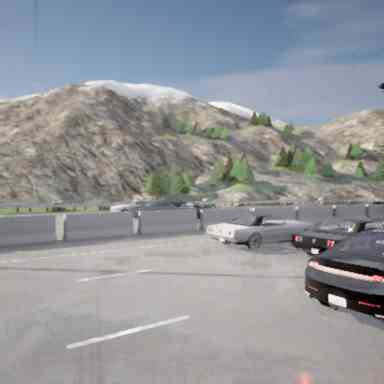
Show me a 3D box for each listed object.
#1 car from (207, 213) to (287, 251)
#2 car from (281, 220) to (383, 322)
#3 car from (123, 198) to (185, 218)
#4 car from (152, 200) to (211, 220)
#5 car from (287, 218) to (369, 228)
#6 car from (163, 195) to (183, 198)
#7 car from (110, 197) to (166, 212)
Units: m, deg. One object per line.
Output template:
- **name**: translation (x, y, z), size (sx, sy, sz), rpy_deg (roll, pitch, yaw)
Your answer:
- **car**: translation (3.044, 1.550, 13.947), size (4.718, 1.301, 1.895), rpy_deg (0, 0, -32)
- **car**: translation (4.299, 1.470, 6.469), size (4.902, 1.511, 2.128), rpy_deg (0, 0, -33)
- **car**: translation (-3.044, 1.457, 26.805), size (4.181, 1.385, 1.994), rpy_deg (0, 0, -31)
- **car**: translation (-0.197, 1.506, 24.464), size (4.718, 1.301, 1.895), rpy_deg (0, 0, -30)
- **car**: translation (5.751, 1.562, 11.494), size (4.718, 1.301, 1.895), rpy_deg (0, 0, -31)
- **car**: translation (-2.692, 1.214, 35.082), size (4.553, 1.767, 2.097), rpy_deg (0, 0, -29)
- **car**: translation (-4.923, 1.405, 29.758), size (4.674, 1.442, 1.812), rpy_deg (0, 0, -31)
